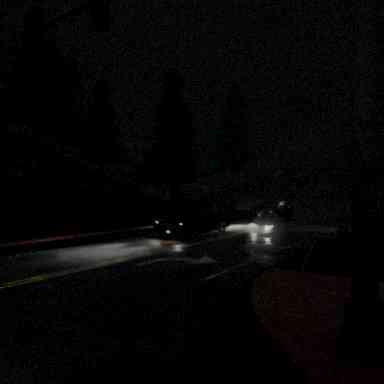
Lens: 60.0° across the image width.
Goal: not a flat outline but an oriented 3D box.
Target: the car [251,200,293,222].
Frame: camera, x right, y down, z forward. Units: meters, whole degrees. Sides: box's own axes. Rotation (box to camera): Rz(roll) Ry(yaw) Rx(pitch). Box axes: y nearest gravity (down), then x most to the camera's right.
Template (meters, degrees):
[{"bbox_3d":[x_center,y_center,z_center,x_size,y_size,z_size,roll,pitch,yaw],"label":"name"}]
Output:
[{"bbox_3d":[6.230,1.397,25.629,2.128,1.511,4.902,-1,0,36],"label":"car"}]

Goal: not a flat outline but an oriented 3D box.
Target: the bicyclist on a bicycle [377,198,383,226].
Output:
[{"bbox_3d":[10.416,1.148,18.155,1.656,1.620,0.582,-1,0,15],"label":"bicyclist on a bicycle"}]

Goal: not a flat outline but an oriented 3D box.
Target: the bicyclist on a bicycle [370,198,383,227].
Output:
[{"bbox_3d":[10.978,1.147,18.636,1.656,1.620,0.582,-1,0,22],"label":"bicyclist on a bicycle"}]

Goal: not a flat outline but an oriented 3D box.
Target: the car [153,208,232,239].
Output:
[{"bbox_3d":[0.157,1.521,17.158,1.895,1.301,4.718,-1,0,35],"label":"car"}]
